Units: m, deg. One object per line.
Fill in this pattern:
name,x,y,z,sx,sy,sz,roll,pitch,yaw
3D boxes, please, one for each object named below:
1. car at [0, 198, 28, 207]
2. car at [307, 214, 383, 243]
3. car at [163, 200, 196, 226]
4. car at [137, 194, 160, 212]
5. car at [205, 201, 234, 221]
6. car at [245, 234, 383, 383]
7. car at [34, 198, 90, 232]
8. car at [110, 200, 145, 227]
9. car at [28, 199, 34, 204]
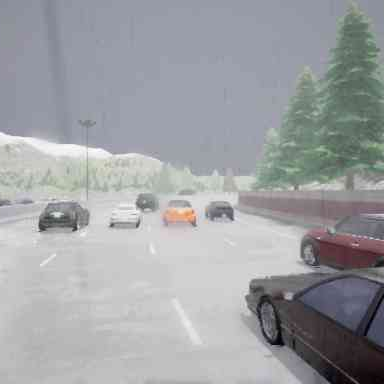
car,-22.573,1.573,43.987,2.033,1.411,5.357,0,0,3
car,4.812,1.351,8.805,2.097,1.767,4.553,0,0,-12
car,-0.964,1.349,23.448,2.097,1.767,4.553,0,0,-6
car,-5.063,1.215,38.433,2.150,2.045,5.566,0,0,1
car,2.215,1.502,27.390,1.837,1.490,4.892,0,0,-4
car,2.389,1.547,3.513,2.033,1.411,5.357,0,0,-14
car,-7.671,1.349,20.418,2.097,1.767,4.553,0,0,-7
car,-4.397,1.523,22.545,1.812,1.442,4.674,0,0,-6
car,-19.077,1.507,43.811,1.882,1.535,5.008,0,0,3
